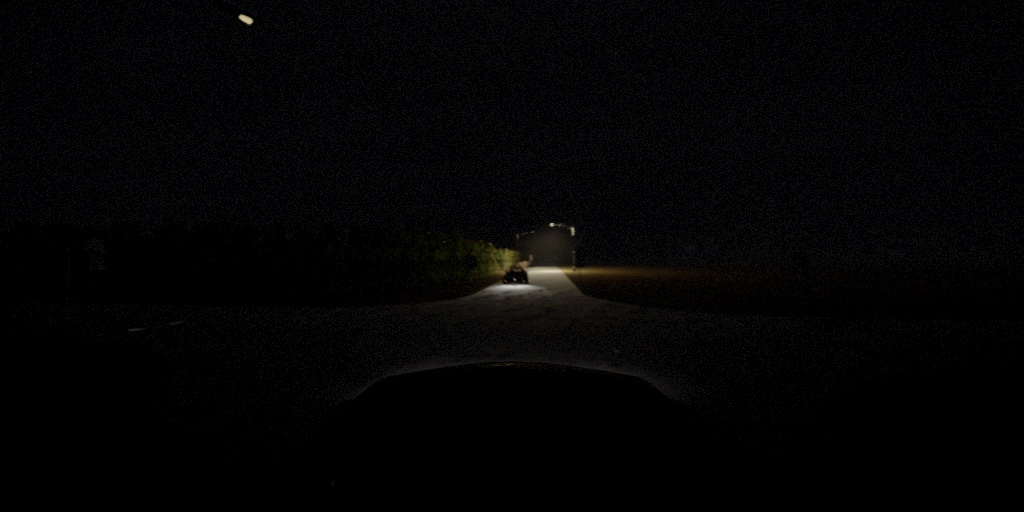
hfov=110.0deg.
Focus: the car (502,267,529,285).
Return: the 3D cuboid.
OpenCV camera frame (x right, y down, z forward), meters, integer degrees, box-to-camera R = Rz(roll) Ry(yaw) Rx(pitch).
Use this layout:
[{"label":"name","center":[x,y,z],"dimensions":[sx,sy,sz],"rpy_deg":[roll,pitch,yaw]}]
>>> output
[{"label":"car","center":[0.404,1.648,29.837],"dimensions":[1.994,1.385,4.181],"rpy_deg":[-1,0,6]}]
